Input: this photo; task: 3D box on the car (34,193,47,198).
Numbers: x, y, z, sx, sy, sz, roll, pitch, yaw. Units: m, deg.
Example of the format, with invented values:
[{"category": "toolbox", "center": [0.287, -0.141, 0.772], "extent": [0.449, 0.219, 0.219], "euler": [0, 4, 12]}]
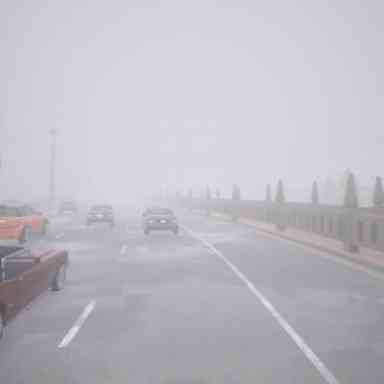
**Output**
[{"category": "car", "center": [-36.642, 1.300, 80.580], "extent": [2.150, 2.045, 5.566], "euler": [0, 0, -15]}]

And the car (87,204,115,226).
[{"category": "car", "center": [-6.533, 1.572, 23.960], "extent": [2.033, 1.411, 5.357], "euler": [0, 0, -14]}]

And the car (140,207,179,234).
[{"category": "car", "center": [-1.965, 1.555, 19.431], "extent": [2.033, 1.411, 5.357], "euler": [0, 0, -11]}]

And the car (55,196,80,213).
[{"category": "car", "center": [-13.816, 1.543, 37.666], "extent": [2.128, 1.511, 4.902], "euler": [0, 0, -15]}]

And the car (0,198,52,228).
[{"category": "car", "center": [-8.541, 1.384, 16.117], "extent": [2.097, 1.767, 4.553], "euler": [0, 0, -9]}]

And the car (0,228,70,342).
[{"category": "car", "center": [-3.759, 1.615, 5.967], "extent": [1.895, 1.301, 4.718], "euler": [0, 0, -4]}]

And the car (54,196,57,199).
[{"category": "car", "center": [-32.683, 1.638, 79.394], "extent": [1.994, 1.385, 4.181], "euler": [0, 0, -15]}]
